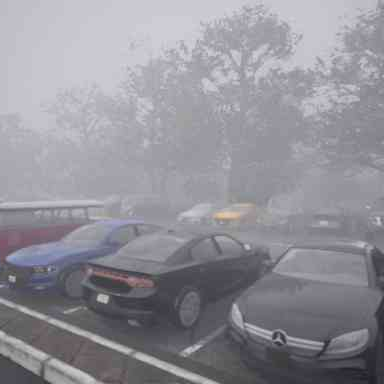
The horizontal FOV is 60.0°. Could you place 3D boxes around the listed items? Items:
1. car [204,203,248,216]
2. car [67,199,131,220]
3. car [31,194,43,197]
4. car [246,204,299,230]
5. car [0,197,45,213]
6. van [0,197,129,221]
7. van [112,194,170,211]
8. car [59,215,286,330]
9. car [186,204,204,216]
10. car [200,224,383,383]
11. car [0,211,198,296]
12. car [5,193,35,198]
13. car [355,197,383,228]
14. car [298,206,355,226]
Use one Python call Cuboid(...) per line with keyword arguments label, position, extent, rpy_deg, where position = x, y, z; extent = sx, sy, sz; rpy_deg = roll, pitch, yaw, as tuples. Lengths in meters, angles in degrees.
Cuboid(label="car", position=(3.155, 1.500, 21.098), extent=(2.097, 1.535, 5.008), rpy_deg=(0, 0, 36))
Cuboid(label="car", position=(-8.040, 1.465, 29.381), extent=(1.946, 1.575, 5.366), rpy_deg=(0, 0, 36))
Cuboid(label="car", position=(-12.750, 1.325, 32.583), extent=(2.185, 1.767, 4.553), rpy_deg=(1, 0, 36))
Cuboid(label="car", position=(5.416, 1.506, 19.472), extent=(2.231, 1.521, 4.892), rpy_deg=(0, 0, 36))
Cuboid(label="car", position=(-19.559, 1.367, 37.453), extent=(2.097, 1.535, 5.008), rpy_deg=(1, 1, 36))
Cuboid(label="van", position=(-4.397, 1.275, 10.555), extent=(1.878, 1.987, 4.442), rpy_deg=(0, 0, 36))
Cuboid(label="van", position=(-3.696, 1.256, 25.881), extent=(1.878, 1.987, 4.442), rpy_deg=(0, 0, 36))
Cuboid(label="car", position=(0.049, 1.511, 7.204), extent=(2.097, 1.535, 5.008), rpy_deg=(0, 0, 36))
Cuboid(label="car", position=(0.893, 1.534, 22.724), extent=(2.002, 1.452, 4.674), rpy_deg=(0, 0, 36))
Cuboid(label="car", position=(2.312, 1.557, 5.583), extent=(2.002, 1.452, 4.674), rpy_deg=(0, 0, 36))
Cuboid(label="car", position=(-2.204, 1.506, 8.839), extent=(2.097, 1.535, 5.008), rpy_deg=(0, 0, 36))
Cuboid(label="car", position=(-17.280, 1.152, 35.840), extent=(2.435, 2.045, 5.566), rpy_deg=(1, 0, 36))
Cuboid(label="car", position=(9.916, 1.264, 16.188), extent=(2.435, 2.045, 5.566), rpy_deg=(0, 0, 36))
Cuboid(label="car", position=(7.687, 1.540, 17.863), extent=(2.163, 1.488, 4.792), rpy_deg=(0, 0, 36))
